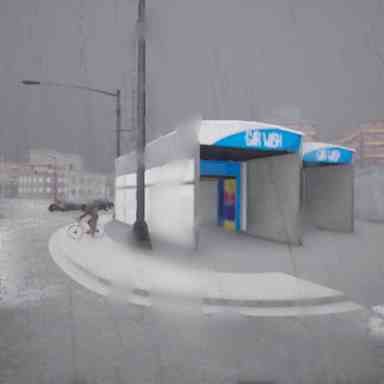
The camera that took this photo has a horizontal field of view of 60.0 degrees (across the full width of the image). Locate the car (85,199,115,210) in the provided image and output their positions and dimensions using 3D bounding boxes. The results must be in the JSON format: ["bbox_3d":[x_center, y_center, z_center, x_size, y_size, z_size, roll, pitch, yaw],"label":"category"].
[{"bbox_3d":[-13.485,1.730,49.000,2.033,1.411,5.357,0,0,11],"label":"car"}]

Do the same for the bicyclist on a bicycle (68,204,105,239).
[{"bbox_3d":[-4.820,1.357,15.262,1.656,1.620,0.582,0,0,-23],"label":"bicyclist on a bicycle"}]

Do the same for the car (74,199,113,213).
[{"bbox_3d":[-11.733,1.654,40.008,1.837,1.490,4.892,0,0,11],"label":"car"}]

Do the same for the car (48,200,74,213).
[{"bbox_3d":[-15.326,1.690,39.902,1.994,1.385,4.181,0,0,11],"label":"car"}]
